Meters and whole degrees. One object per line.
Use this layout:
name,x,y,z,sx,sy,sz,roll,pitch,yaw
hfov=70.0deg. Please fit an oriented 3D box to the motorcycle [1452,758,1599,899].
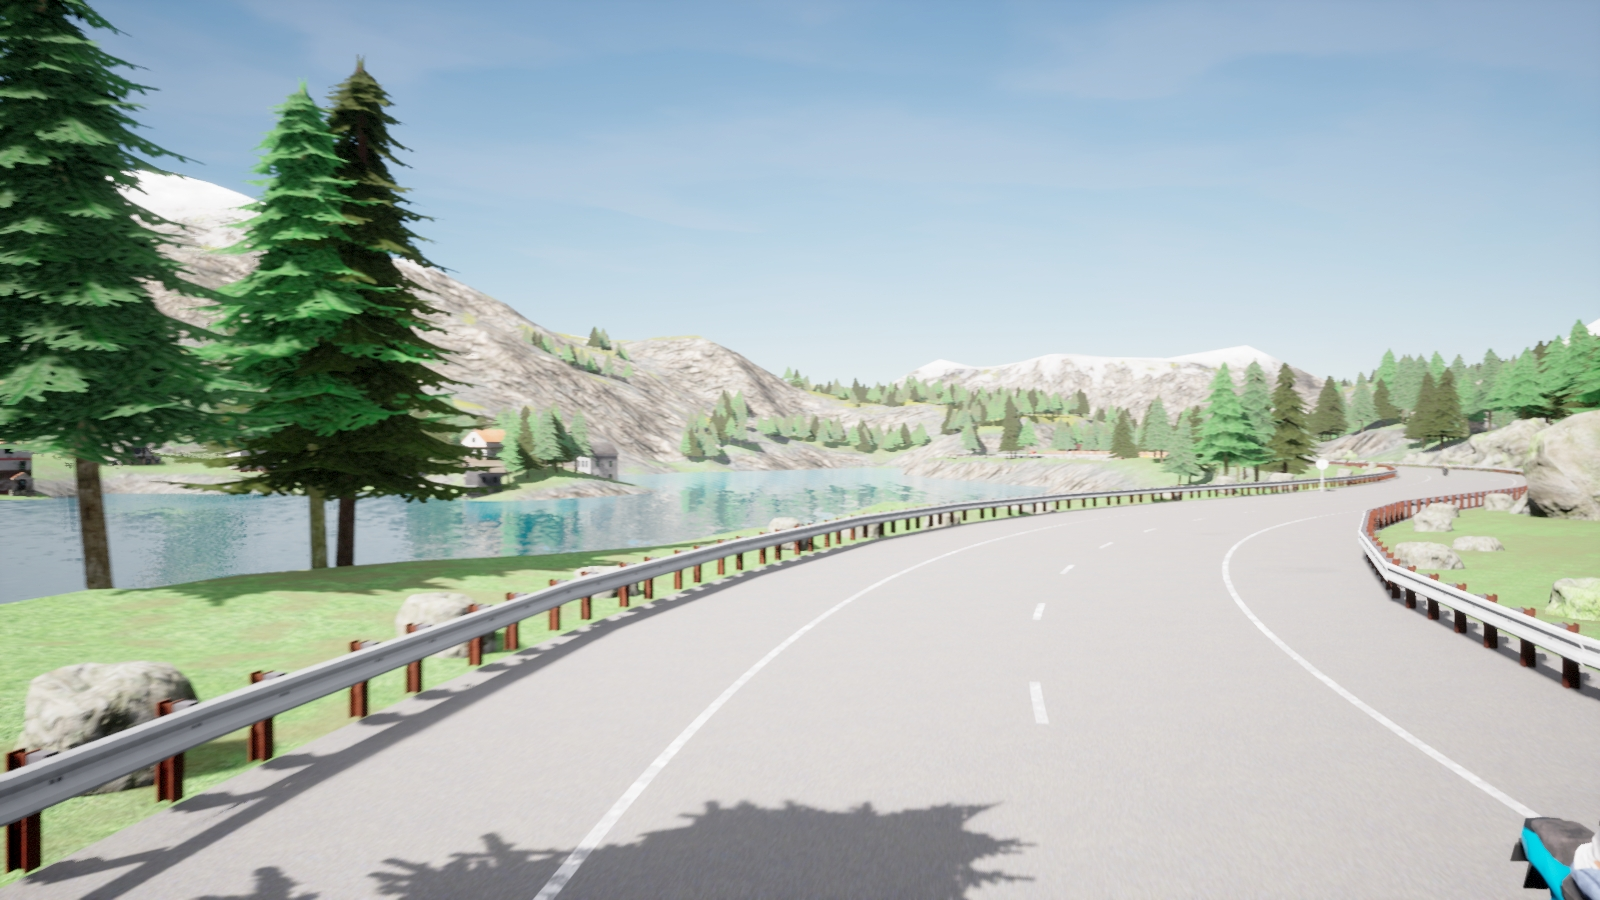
motorcycle,3.647,2.180,4.783,0.803,1.217,2.033,0,0,5
